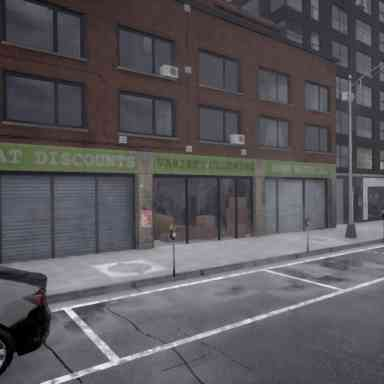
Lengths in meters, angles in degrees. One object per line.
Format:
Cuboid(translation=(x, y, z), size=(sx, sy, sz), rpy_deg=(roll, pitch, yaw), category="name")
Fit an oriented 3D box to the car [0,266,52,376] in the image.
Cuboid(translation=(-3.903, 1.566, 3.760), size=(4.313, 1.339, 1.947), rpy_deg=(0, -1, -35), category="car")
